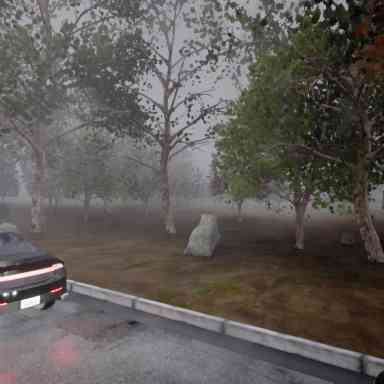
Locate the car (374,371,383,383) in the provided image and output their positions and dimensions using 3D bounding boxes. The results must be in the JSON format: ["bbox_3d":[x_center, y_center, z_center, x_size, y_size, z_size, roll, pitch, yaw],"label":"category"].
[{"bbox_3d":[3.250,1.490,1.059,4.902,1.511,2.128,0,0,36],"label":"car"}]

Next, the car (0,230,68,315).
[{"bbox_3d":[-4.481,1.501,6.576,4.902,1.511,2.128,0,0,36],"label":"car"}]
